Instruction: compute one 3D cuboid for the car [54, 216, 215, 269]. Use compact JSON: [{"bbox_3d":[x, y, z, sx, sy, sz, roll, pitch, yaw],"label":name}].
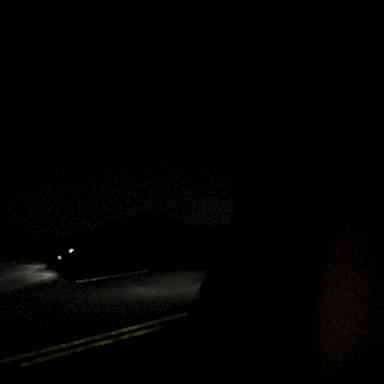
[{"bbox_3d":[-1.732,1.547,11.354,5.357,1.411,2.033,0,0,-35],"label":"car"}]
